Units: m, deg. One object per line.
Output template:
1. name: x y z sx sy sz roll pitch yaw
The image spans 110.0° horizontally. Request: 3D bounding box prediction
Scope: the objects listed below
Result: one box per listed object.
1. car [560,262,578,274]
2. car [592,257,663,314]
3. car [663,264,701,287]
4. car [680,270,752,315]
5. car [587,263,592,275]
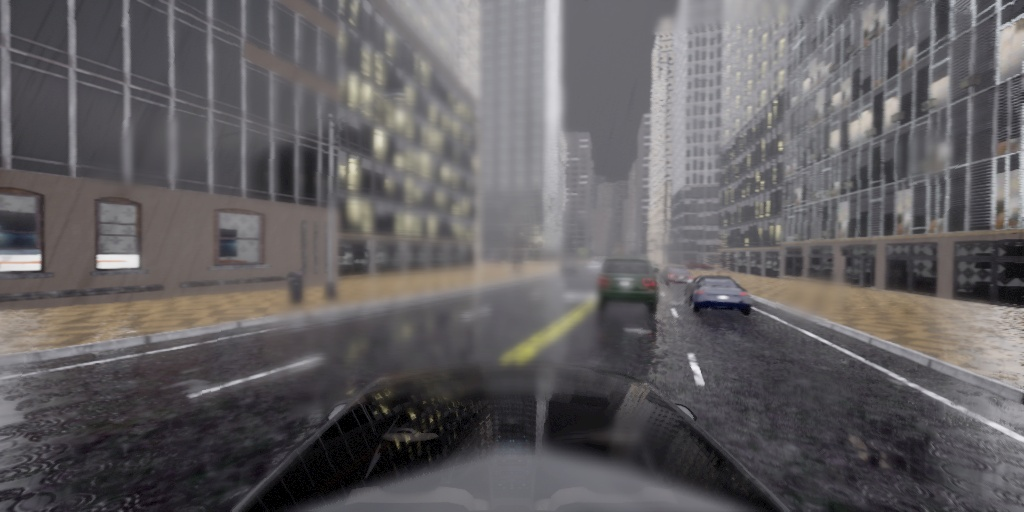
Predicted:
1. car: 7.254 1.480 45.271 1.837 1.490 4.892 1 1 14
2. car: 4.897 1.088 14.884 2.150 2.045 5.566 1 0 21
3. car: 12.492 1.560 27.222 2.033 1.411 5.357 1 0 17
4. car: 8.363 1.486 14.879 1.994 1.385 4.181 1 0 21
5. car: 10.506 1.551 44.833 1.812 1.442 4.674 1 0 15
